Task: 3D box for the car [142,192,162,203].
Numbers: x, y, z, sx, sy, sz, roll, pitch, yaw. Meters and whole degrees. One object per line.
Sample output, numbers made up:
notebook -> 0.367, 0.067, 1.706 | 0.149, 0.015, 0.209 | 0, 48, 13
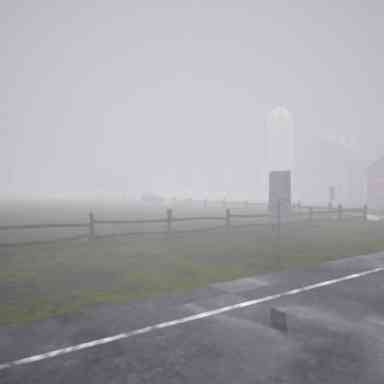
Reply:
car -> -7.714, 0.990, 62.810 | 2.150, 2.045, 5.566 | 0, 0, -35
